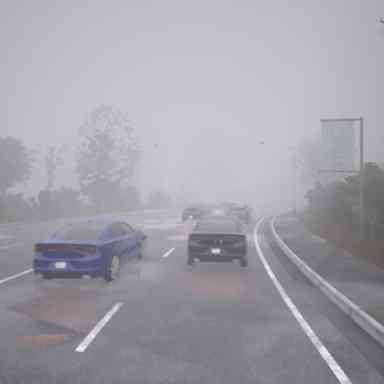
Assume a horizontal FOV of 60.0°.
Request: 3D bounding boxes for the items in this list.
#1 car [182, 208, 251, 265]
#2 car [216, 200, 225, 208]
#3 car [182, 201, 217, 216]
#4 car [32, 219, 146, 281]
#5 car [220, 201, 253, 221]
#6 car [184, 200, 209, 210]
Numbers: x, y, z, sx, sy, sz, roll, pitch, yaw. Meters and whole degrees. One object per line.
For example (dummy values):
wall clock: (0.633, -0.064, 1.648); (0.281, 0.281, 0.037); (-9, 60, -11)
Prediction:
car: (0.976, 1.570, 12.109); (1.882, 1.535, 5.008); (0, 0, 7)
car: (4.077, 1.906, 48.856); (2.033, 1.411, 5.357); (0, 0, 25)
car: (0.529, 1.710, 28.283); (1.837, 1.490, 4.892); (0, 0, 15)
car: (-2.772, 1.543, 10.156); (1.882, 1.535, 5.008); (0, 0, 6)
car: (3.979, 1.708, 27.625); (2.128, 1.511, 4.902); (0, 0, 15)
car: (0.741, 1.947, 49.949); (1.895, 1.301, 4.718); (0, 0, 25)
